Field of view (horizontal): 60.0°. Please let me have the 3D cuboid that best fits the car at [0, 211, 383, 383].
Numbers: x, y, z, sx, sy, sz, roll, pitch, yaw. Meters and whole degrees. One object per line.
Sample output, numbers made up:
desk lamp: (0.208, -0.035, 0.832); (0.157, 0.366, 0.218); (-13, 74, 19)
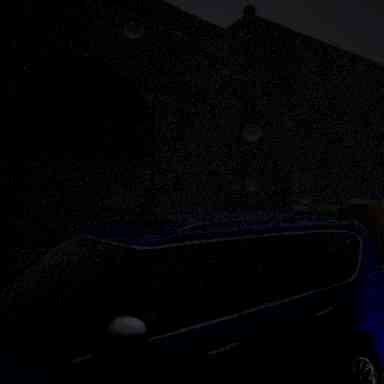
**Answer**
car: (-0.307, 1.232, 3.081); (5.566, 2.045, 2.150); (2, -1, -35)
